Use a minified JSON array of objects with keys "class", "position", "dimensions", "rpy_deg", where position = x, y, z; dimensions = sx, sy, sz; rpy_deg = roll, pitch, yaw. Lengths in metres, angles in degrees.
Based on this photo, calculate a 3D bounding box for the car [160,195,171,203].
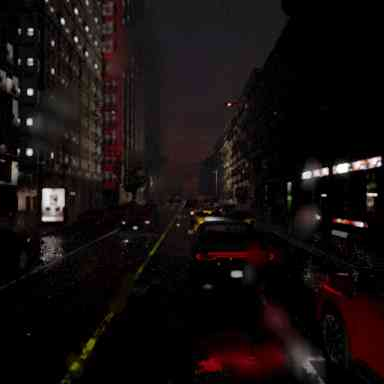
[{"class":"car","position":[-5.676,1.544,70.487],"dimensions":[1.967,1.590,4.097],"rpy_deg":[1,0,0]}]

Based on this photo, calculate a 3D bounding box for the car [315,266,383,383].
[{"class":"car","position":[2.703,1.321,2.572],"dimensions":[2.192,1.841,5.009],"rpy_deg":[1,0,0]}]

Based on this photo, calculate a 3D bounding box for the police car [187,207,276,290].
[{"class":"police car","position":[0.900,1.445,9.248],"dimensions":[1.930,1.638,5.238],"rpy_deg":[0,0,0]}]

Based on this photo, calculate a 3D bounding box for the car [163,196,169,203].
[{"class":"car","position":[-5.678,1.675,59.174],"dimensions":[1.802,1.307,4.206],"rpy_deg":[1,0,0]}]

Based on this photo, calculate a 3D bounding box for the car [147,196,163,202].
[{"class":"car","position":[-5.677,1.519,47.861],"dimensions":[1.967,1.590,4.097],"rpy_deg":[1,0,0]}]

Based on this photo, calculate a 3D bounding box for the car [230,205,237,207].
[{"class":"car","position":[2.701,1.565,19.711],"dimensions":[1.752,1.417,4.829],"rpy_deg":[1,0,0]}]

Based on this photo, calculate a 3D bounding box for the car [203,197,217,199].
[{"class":"car","position":[2.701,1.638,42.168],"dimensions":[1.947,1.339,4.313],"rpy_deg":[1,0,0]}]

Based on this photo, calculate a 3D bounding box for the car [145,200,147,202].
[{"class":"car","position":[-5.680,1.622,30.889],"dimensions":[1.947,1.339,4.313],"rpy_deg":[1,0,0]}]

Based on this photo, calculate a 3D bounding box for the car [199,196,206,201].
[{"class":"car","position":[2.703,1.699,87.421],"dimensions":[1.802,1.307,4.206],"rpy_deg":[1,0,0]}]

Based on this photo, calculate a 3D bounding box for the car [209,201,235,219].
[{"class":"car","position":[2.701,1.607,30.855],"dimensions":[2.008,1.369,4.403],"rpy_deg":[1,0,0]}]

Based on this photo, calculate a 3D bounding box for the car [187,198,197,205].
[{"class":"car","position":[0.002,1.695,60.763],"dimensions":[1.895,1.301,4.718],"rpy_deg":[0,0,0]}]

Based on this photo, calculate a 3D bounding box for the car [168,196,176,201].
[{"class":"car","position":[-5.676,1.686,93.114],"dimensions":[1.947,1.339,4.313],"rpy_deg":[1,0,0]}]

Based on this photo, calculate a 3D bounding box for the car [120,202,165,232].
[{"class":"car","position":[-3.101,1.588,20.861],"dimensions":[2.033,1.411,5.357],"rpy_deg":[0,0,0]}]

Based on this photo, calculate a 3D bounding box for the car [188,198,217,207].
[{"class":"car","position":[0.817,1.504,25.327],"dimensions":[1.801,1.575,5.366],"rpy_deg":[0,0,0]}]

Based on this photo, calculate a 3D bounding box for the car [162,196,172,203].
[{"class":"car","position":[-5.678,1.691,76.143],"dimensions":[1.802,1.307,4.206],"rpy_deg":[1,0,0]}]

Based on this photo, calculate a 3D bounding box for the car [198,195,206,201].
[{"class":"car","position":[2.704,1.671,93.078],"dimensions":[2.008,1.369,4.403],"rpy_deg":[1,0,0]}]

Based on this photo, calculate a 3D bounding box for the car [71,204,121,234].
[{"class":"car","position":[-5.680,1.621,19.575],"dimensions":[1.802,1.307,4.206],"rpy_deg":[1,0,0]}]

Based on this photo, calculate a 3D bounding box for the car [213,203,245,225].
[{"class":"car","position":[2.701,1.614,25.197],"dimensions":[1.947,1.339,4.313],"rpy_deg":[1,0,0]}]

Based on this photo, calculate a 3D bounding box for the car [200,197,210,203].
[{"class":"car","position":[2.702,1.686,70.451],"dimensions":[1.802,1.307,4.206],"rpy_deg":[1,0,0]}]

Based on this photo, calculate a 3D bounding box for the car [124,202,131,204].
[{"class":"car","position":[-5.680,1.593,25.232],"dimensions":[1.887,1.381,4.507],"rpy_deg":[1,0,0]}]

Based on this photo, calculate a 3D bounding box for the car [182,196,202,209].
[{"class":"car","position":[0.006,1.555,46.346],"dimensions":[1.882,1.535,5.008],"rpy_deg":[0,0,0]}]

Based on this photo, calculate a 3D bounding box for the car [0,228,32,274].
[{"class":"car","position":[-5.680,1.562,8.262],"dimensions":[1.887,1.381,4.507],"rpy_deg":[1,0,0]}]

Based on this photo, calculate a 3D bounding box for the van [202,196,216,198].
[{"class":"van","position":[2.704,1.420,47.825],"dimensions":[1.690,1.788,3.998],"rpy_deg":[1,0,0]}]

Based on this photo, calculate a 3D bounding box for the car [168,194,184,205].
[{"class":"car","position":[-3.039,1.318,62.559],"dimensions":[2.150,2.045,5.566],"rpy_deg":[0,0,1]}]

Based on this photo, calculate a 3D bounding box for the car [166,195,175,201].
[{"class":"car","position":[-5.675,1.557,87.458],"dimensions":[1.967,1.590,4.097],"rpy_deg":[1,0,0]}]

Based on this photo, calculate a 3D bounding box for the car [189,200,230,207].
[{"class":"car","position":[0.900,1.494,19.329],"dimensions":[1.801,1.575,5.366],"rpy_deg":[0,0,0]}]
